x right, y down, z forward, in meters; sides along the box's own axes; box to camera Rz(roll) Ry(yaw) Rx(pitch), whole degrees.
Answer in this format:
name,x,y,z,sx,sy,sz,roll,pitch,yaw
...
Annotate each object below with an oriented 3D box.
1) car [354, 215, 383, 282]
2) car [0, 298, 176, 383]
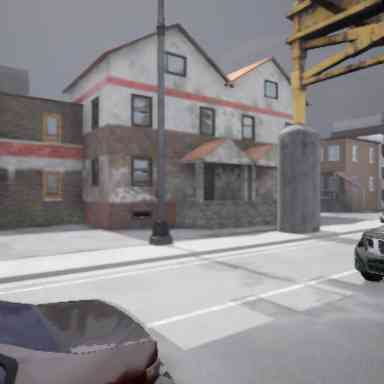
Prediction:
name,x,y,z,sx,sy,sz,roll,pitch,yaw
car,6.535,1.201,8.639,5.566,2.045,2.150,0,0,-35
car,-2.717,1.546,2.057,5.357,1.411,2.033,0,0,-35
